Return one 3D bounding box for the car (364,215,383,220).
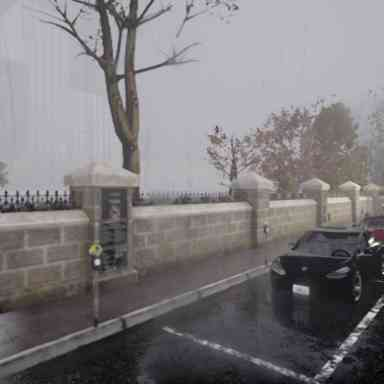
[{"bbox_3d":[7.149,1.579,12.612,1.802,1.307,4.206,0,0,40],"label":"car"}]

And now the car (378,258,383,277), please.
[{"bbox_3d":[4.759,1.599,5.674,1.895,1.301,4.718,0,0,39],"label":"car"}]

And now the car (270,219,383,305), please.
[{"bbox_3d":[3.553,1.565,8.279,1.947,1.339,4.313,0,0,40],"label":"car"}]
